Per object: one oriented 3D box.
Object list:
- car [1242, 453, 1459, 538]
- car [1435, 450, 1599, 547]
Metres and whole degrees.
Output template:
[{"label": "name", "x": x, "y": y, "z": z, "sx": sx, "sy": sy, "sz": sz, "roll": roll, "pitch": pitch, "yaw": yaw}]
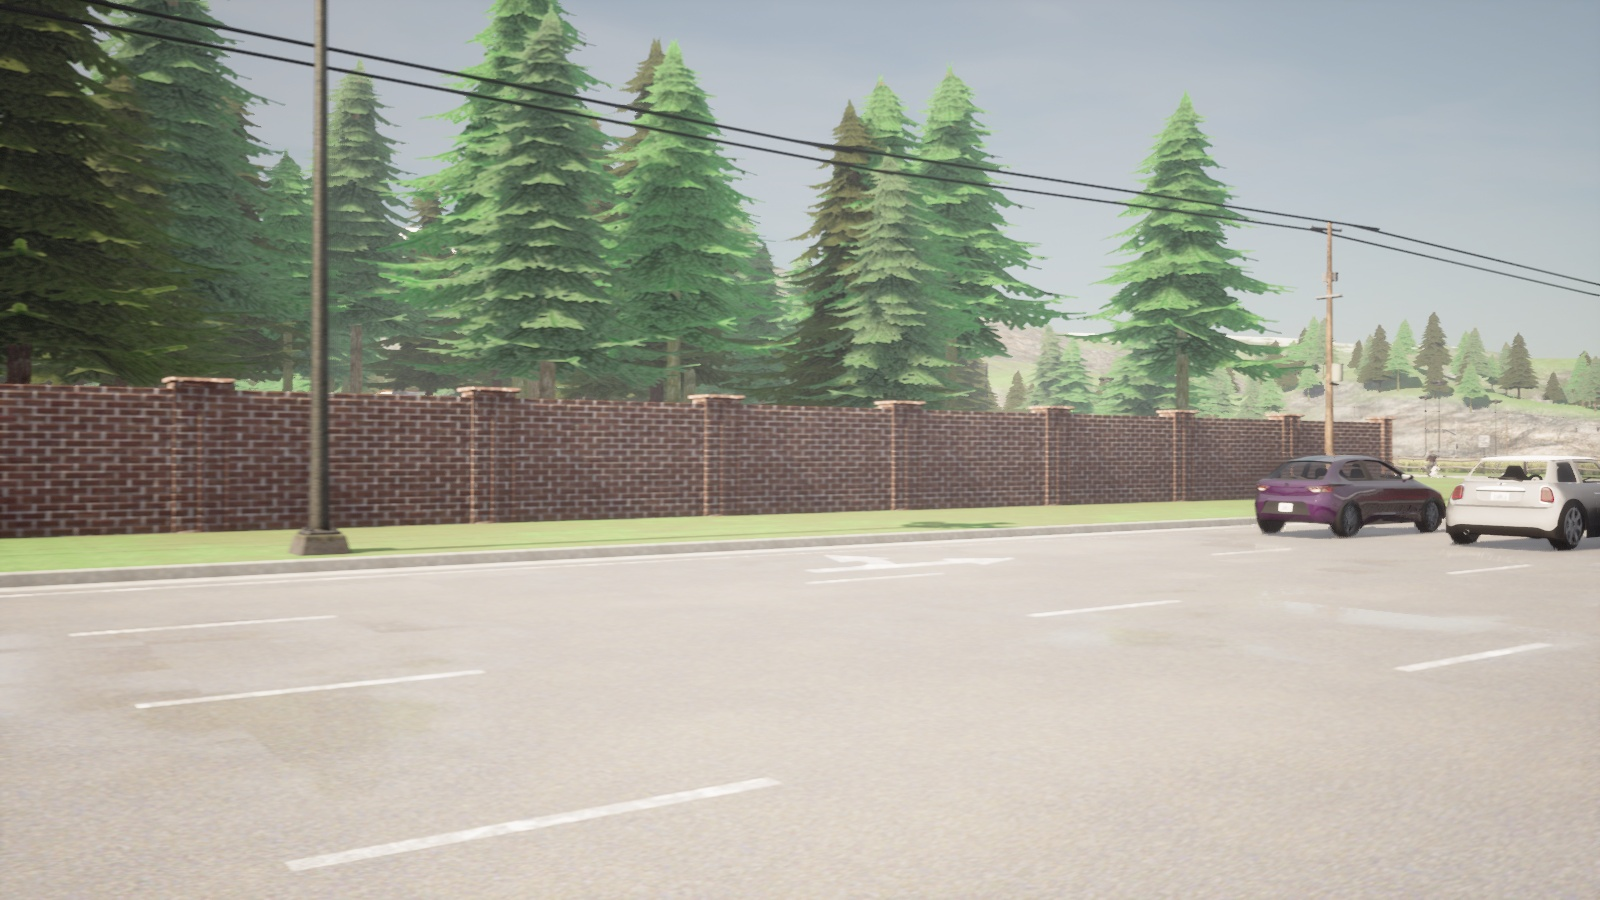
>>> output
[{"label": "car", "x": 10.437, "y": 0.794, "z": 23.715, "sx": 4.193, "sy": 1.474, "sz": 1.816, "roll": 0, "pitch": 0, "yaw": -35}, {"label": "car", "x": 12.575, "y": 0.735, "z": 20.939, "sx": 3.806, "sy": 1.475, "sz": 1.970, "roll": 0, "pitch": 0, "yaw": -35}]
